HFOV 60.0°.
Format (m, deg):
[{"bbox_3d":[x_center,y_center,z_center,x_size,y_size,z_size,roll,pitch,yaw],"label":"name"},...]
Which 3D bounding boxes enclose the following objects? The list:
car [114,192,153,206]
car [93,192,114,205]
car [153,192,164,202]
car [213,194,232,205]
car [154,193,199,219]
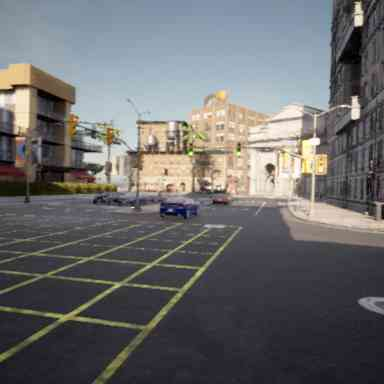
[{"bbox_3d":[-6.238,0.734,35.906,1.812,1.442,4.674,2,1,15],"label":"car"},{"bbox_3d":[-9.411,0.665,37.561,1.994,1.385,4.181,2,1,14],"label":"car"},{"bbox_3d":[-4.002,0.711,44.736,1.895,1.301,4.718,2,1,15],"label":"car"},{"bbox_3d":[3.927,0.901,42.992,1.994,1.385,4.181,2,1,14],"label":"car"},{"bbox_3d":[-0.796,1.024,24.285,1.882,1.535,5.008,2,1,14],"label":"car"}]
